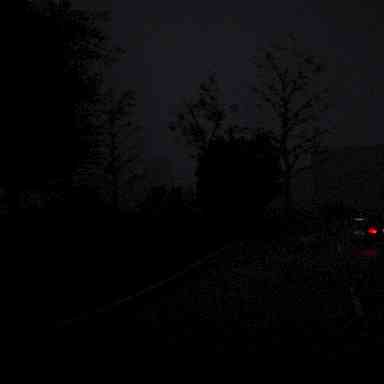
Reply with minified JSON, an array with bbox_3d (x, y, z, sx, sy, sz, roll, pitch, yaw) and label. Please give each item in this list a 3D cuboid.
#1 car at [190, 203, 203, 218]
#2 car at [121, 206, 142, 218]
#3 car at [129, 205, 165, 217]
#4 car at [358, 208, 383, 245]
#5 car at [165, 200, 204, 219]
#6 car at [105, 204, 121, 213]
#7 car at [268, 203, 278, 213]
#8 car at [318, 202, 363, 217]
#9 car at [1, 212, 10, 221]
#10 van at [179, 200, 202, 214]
[{"bbox_3d":[1.770,2.170,38.195,2.231,1.521,4.892,-2,-1,23],"label":"car"},{"bbox_3d":[-6.118,2.475,41.377,1.946,1.575,5.366,-2,-2,23],"label":"car"},{"bbox_3d":[-6.398,2.664,47.221,4.892,1.490,1.837,-3,-2,24],"label":"car"},{"bbox_3d":[9.220,1.672,15.686,2.033,1.411,5.357,-1,-1,29],"label":"car"},{"bbox_3d":[-0.796,2.010,39.316,2.435,2.045,5.566,-2,-1,23],"label":"car"},{"bbox_3d":[-8.559,2.586,42.431,1.946,1.575,5.366,-3,-2,23],"label":"car"},{"bbox_3d":[11.015,2.012,47.551,2.185,1.767,4.553,-2,-1,23],"label":"car"},{"bbox_3d":[15.764,1.810,35.002,1.882,1.535,5.008,1,-2,-38],"label":"car"},{"bbox_3d":[-30.100,3.891,51.958,2.002,1.452,4.674,-4,-2,23],"label":"car"},{"bbox_3d":[-0.180,2.328,52.254,1.878,1.987,4.442,-2,-2,23],"label":"van"}]
